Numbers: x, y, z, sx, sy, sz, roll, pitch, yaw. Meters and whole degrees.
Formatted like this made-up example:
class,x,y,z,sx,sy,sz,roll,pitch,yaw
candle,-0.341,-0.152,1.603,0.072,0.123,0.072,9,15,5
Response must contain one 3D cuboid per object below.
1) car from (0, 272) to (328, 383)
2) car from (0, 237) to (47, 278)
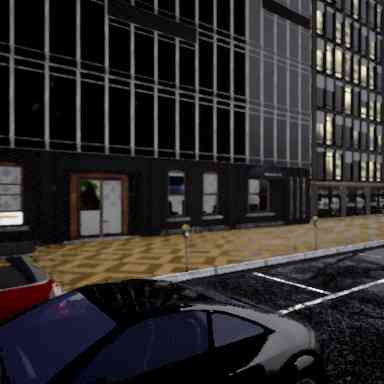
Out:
class,x,y,z,sx,sy,sz,roll,pitch,yaw
car,-0.720,1.570,2.863,4.181,1.385,1.994,0,0,-36
car,-3.699,1.435,3.926,4.097,1.590,1.967,0,-1,-36
